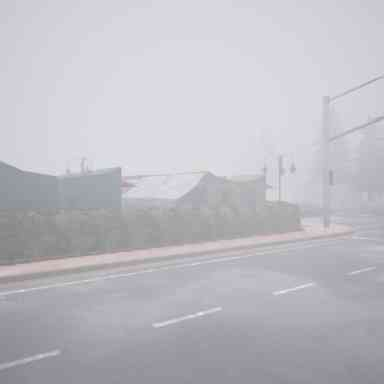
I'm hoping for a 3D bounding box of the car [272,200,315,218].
[{"bbox_3d":[7.813,1.504,28.989,1.837,1.490,4.892,0,0,-37],"label":"car"}]

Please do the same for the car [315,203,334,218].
[{"bbox_3d":[10.842,1.564,30.791,1.994,1.385,4.181,0,0,-37],"label":"car"}]
